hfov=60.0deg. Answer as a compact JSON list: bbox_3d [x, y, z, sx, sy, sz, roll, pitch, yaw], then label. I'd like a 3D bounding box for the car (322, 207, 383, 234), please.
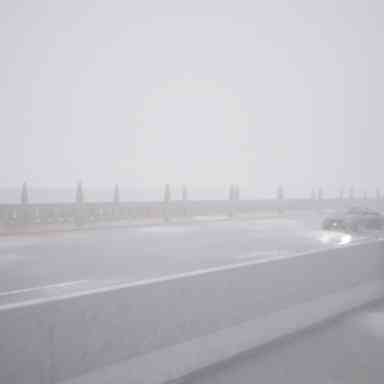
[{"bbox_3d":[9.428,1.565,19.316,4.181,1.385,1.994,0,0,-36],"label":"car"}]
